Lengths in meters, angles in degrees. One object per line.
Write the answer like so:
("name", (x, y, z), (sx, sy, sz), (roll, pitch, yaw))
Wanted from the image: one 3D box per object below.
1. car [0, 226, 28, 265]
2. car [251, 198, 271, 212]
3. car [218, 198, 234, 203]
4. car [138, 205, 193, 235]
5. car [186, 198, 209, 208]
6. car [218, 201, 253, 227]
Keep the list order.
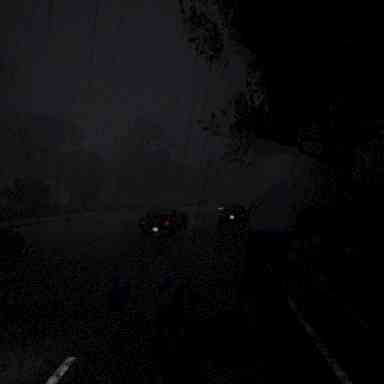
("car", (-6.506, 1.561, 9.256), (1.994, 1.385, 4.181), (0, 0, 5))
("car", (8.373, 1.464, 40.587), (2.097, 1.767, 4.553), (0, 0, 21))
("car", (5.553, 1.675, 51.817), (1.994, 1.385, 4.181), (0, 0, 27))
("car", (-1.479, 1.632, 19.261), (1.895, 1.301, 4.718), (0, 0, 10))
("car", (0.908, 1.630, 50.352), (2.033, 1.411, 5.357), (0, 0, 25))
("car", (3.050, 1.622, 23.698), (1.994, 1.385, 4.181), (0, 0, 13))
